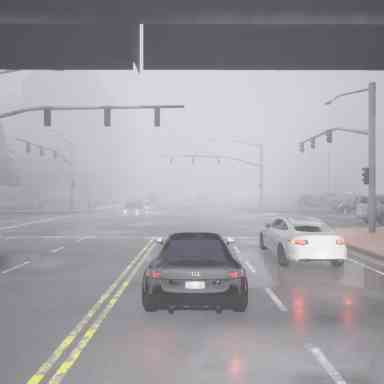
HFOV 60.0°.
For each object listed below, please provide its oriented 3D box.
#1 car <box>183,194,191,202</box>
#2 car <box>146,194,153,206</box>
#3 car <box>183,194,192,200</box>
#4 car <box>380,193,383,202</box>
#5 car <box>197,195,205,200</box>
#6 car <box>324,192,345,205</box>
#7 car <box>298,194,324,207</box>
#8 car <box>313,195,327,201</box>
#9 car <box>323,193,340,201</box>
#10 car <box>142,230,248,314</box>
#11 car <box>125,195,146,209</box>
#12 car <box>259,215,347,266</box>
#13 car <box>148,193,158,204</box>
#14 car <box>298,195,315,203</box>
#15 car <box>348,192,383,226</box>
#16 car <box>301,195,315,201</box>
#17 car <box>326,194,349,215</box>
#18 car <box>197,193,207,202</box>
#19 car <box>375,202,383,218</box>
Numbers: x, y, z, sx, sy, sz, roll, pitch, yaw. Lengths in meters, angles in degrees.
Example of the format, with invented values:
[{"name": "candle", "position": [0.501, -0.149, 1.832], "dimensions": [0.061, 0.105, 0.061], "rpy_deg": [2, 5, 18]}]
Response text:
[{"name": "car", "position": [-1.097, 1.593, 76.964], "dimensions": [1.895, 1.301, 4.718], "rpy_deg": [0, 0, 0]}, {"name": "car", "position": [-8.044, 1.526, 55.416], "dimensions": [1.812, 1.442, 4.674], "rpy_deg": [0, 0, 0]}, {"name": "car", "position": [-1.156, 1.351, 86.035], "dimensions": [2.128, 1.511, 4.902], "rpy_deg": [0, 0, 0]}, {"name": "car", "position": [39.090, 1.153, 64.955], "dimensions": [1.932, 1.855, 4.605], "rpy_deg": [0, 0, 0]}, {"name": "car", "position": [2.344, 1.378, 86.058], "dimensions": [1.994, 1.385, 4.181], "rpy_deg": [0, 0, 0]}, {"name": "car", "position": [19.540, 1.156, 47.340], "dimensions": [1.905, 1.878, 3.866], "rpy_deg": [0, 0, 0]}, {"name": "car", "position": [16.645, 1.153, 47.386], "dimensions": [1.932, 1.855, 4.605], "rpy_deg": [0, 0, 0]}, {"name": "car", "position": [30.811, 1.364, 79.942], "dimensions": [1.784, 1.438, 3.905], "rpy_deg": [0, 0, 0]}, {"name": "car", "position": [33.495, 1.153, 80.000], "dimensions": [1.932, 1.855, 4.605], "rpy_deg": [0, 0, 0]}, {"name": "car", "position": [0.067, 1.564, 7.704], "dimensions": [1.994, 1.385, 4.181], "rpy_deg": [0, 0, 0]}, {"name": "car", "position": [-7.994, 1.478, 46.136], "dimensions": [1.882, 1.535, 5.008], "rpy_deg": [0, 0, 0]}, {"name": "car", "position": [3.582, 1.526, 11.364], "dimensions": [1.812, 1.442, 4.674], "rpy_deg": [0, 0, 0]}, {"name": "car", "position": [-8.051, 1.221, 66.069], "dimensions": [2.150, 2.045, 5.566], "rpy_deg": [0, 0, 0]}, {"name": "car", "position": [22.193, 1.395, 64.815], "dimensions": [1.970, 1.475, 3.806], "rpy_deg": [0, 0, 0]}, {"name": "car", "position": [14.037, 1.221, 22.464], "dimensions": [5.566, 2.045, 2.150], "rpy_deg": [0, 0, 1]}, {"name": "car", "position": [27.916, 1.395, 79.934], "dimensions": [1.970, 1.475, 3.806], "rpy_deg": [0, 0, 0]}, {"name": "car", "position": [16.354, 1.352, 33.157], "dimensions": [4.553, 1.767, 2.097], "rpy_deg": [0, 0, 1]}, {"name": "car", "position": [2.403, 1.223, 76.990], "dimensions": [2.150, 2.045, 5.566], "rpy_deg": [0, 0, 0]}, {"name": "car", "position": [19.150, 1.601, 29.626], "dimensions": [4.718, 1.301, 1.895], "rpy_deg": [0, 0, 1]}]
